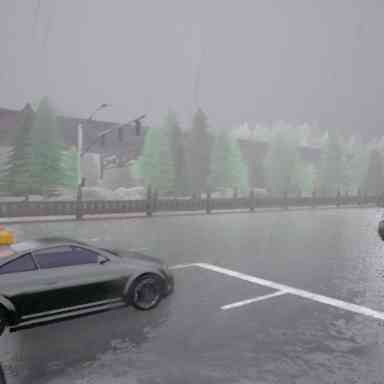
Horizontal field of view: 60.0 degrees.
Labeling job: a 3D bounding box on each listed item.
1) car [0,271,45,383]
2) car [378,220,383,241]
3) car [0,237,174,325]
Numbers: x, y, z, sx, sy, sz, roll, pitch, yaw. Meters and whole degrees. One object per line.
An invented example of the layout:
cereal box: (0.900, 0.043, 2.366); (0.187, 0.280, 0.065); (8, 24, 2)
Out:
car: (-3.097, 1.560, 1.536); (4.181, 1.385, 1.994); (0, 0, -36)
car: (10.472, 1.558, 15.525); (4.674, 1.442, 1.812); (0, 0, -36)
car: (-2.420, 1.567, 6.321); (4.181, 1.385, 1.994); (0, 0, -36)
